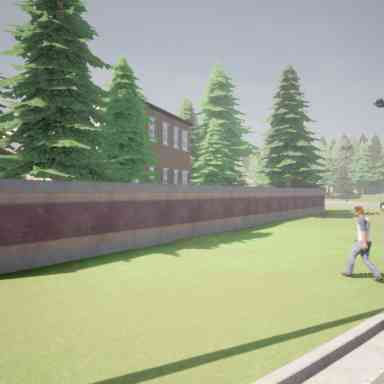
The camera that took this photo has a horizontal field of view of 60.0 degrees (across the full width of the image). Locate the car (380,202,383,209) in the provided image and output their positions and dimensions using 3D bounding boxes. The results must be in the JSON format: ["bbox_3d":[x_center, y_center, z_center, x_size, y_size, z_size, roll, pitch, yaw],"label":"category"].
[{"bbox_3d":[25.199,1.505,40.693,1.837,1.490,4.892,0,0,-6],"label":"car"}]

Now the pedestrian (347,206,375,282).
[{"bbox_3d":[4.026,1.141,7.936,0.375,1.860,0.375,0,0,-42],"label":"pedestrian"}]
